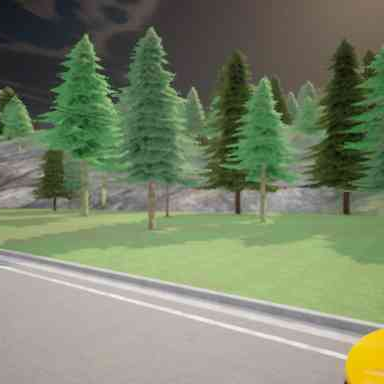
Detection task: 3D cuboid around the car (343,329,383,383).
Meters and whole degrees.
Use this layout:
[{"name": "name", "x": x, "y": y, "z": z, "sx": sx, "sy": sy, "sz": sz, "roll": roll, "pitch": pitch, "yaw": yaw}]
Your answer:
[{"name": "car", "x": 3.421, "y": 1.471, "z": 1.551, "sx": 5.008, "sy": 1.535, "sz": 1.882, "roll": 0, "pitch": 0, "yaw": 36}]
